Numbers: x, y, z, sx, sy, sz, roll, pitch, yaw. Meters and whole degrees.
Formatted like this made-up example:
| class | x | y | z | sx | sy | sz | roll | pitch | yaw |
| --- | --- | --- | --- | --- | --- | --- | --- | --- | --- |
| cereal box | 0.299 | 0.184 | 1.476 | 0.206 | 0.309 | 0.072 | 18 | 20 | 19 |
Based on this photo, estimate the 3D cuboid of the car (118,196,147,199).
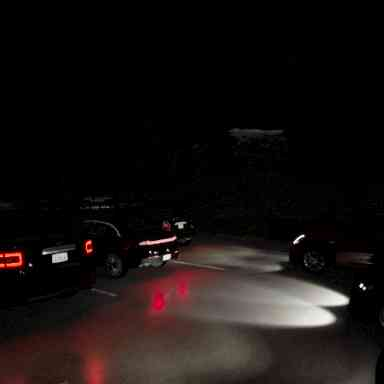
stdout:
| class | x | y | z | sx | sy | sz | roll | pitch | yaw |
| --- | --- | --- | --- | --- | --- | --- | --- | --- | --- |
| car | -8.669 | 1.405 | 49.850 | 4.902 | 1.511 | 2.128 | 0 | 0 | -41 |

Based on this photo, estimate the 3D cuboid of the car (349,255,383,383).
| class | x | y | z | sx | sy | sz | roll | pitch | yaw |
| --- | --- | --- | --- | --- | --- | --- | --- | --- | --- |
| car | 3.599 | 1.474 | 1.420 | 5.008 | 1.535 | 1.882 | 0 | 0 | 35 |

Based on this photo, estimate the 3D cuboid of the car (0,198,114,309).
| class | x | y | z | sx | sy | sz | roll | pitch | yaw |
| --- | --- | --- | --- | --- | --- | --- | --- | --- | --- |
| car | -4.508 | 1.221 | 7.194 | 5.566 | 2.045 | 2.150 | 0 | 0 | 33 |

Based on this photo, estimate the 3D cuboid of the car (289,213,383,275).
| class | x | y | z | sx | sy | sz | roll | pitch | yaw |
| --- | --- | --- | --- | --- | --- | --- | --- | --- | --- |
| car | 5.024 | 1.352 | 9.009 | 4.553 | 1.767 | 2.097 | 0 | 0 | 36 |

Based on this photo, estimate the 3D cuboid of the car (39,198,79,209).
| class | x | y | z | sx | sy | sz | roll | pitch | yaw |
| --- | --- | --- | --- | --- | --- | --- | --- | --- | --- |
| car | -18.119 | 1.491 | 45.517 | 1.895 | 1.301 | 4.718 | 0 | 0 | 43 |

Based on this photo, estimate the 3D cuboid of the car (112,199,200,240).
| class | x | y | z | sx | sy | sz | roll | pitch | yaw |
| --- | --- | --- | --- | --- | --- | --- | --- | --- | --- |
| car | -2.164 | 1.351 | 14.090 | 4.553 | 1.767 | 2.097 | 0 | 0 | 35 |

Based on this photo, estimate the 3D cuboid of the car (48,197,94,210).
| class | x | y | z | sx | sy | sz | roll | pitch | yaw |
| --- | --- | --- | --- | --- | --- | --- | --- | --- | --- |
| car | -15.621 | 1.453 | 43.149 | 2.033 | 1.411 | 5.357 | 0 | 0 | 40 |

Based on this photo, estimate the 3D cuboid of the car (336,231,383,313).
| class | x | y | z | sx | sy | sz | roll | pitch | yaw |
| --- | --- | --- | --- | --- | --- | --- | --- | --- | --- |
| car | 4.650 | 1.564 | 4.965 | 4.181 | 1.385 | 1.994 | 0 | 0 | 36 |

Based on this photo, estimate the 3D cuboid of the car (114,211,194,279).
| class | x | y | z | sx | sy | sz | roll | pitch | yaw |
| --- | --- | --- | --- | --- | --- | --- | --- | --- | --- |
| car | -2.623 | 1.491 | 10.121 | 4.902 | 1.511 | 2.128 | 0 | 0 | 36 |
